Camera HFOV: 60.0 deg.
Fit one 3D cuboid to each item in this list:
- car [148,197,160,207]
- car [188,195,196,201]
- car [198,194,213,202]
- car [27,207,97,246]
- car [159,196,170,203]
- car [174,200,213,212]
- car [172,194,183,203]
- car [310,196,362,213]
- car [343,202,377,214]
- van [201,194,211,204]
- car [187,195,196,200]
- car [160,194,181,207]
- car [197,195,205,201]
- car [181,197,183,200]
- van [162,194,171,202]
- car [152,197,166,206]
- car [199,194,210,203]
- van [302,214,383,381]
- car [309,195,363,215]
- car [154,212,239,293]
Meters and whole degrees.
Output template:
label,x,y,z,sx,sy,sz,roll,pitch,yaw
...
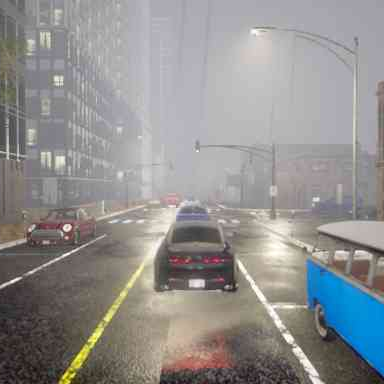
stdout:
label,x,y,z,sx,sy,sz,roll,pitch,yaw
car,-5.900,1.566,52.793,1.752,1.417,4.829,-1,0,0
car,-0.102,1.534,89.902,2.033,1.411,5.357,0,0,0
car,2.610,1.486,58.562,1.967,1.590,4.097,-1,0,0
car,-5.722,1.451,15.015,1.967,1.590,4.097,-1,0,0
car,-5.748,1.622,69.895,1.947,1.339,4.313,-1,0,0
car,0.091,1.492,19.343,1.882,1.535,5.008,0,0,1
car,-3.079,1.411,70.543,2.097,1.767,4.553,0,0,0
car,16.482,1.450,38.288,5.009,1.841,2.192,1,0,1
car,16.383,1.824,29.911,4.313,1.339,1.947,1,0,1
van,2.602,1.392,64.206,1.690,1.788,3.998,-1,0,0
car,-0.090,1.563,79.488,1.837,1.490,4.892,0,0,0
car,-3.161,1.261,50.856,2.150,2.045,5.566,0,0,0
car,2.574,1.626,92.426,2.008,1.369,4.403,-1,0,0
car,-3.146,1.539,60.610,2.128,1.511,4.902,0,0,0
van,-5.758,1.402,75.539,1.690,1.788,3.998,-1,0,0
car,-5.735,1.612,58.606,1.947,1.339,4.313,-1,0,0
car,2.595,1.371,69.850,2.192,1.841,5.009,-1,0,0
van,2.669,1.344,3.941,1.690,1.788,3.998,-1,0,0
car,15.508,1.386,35.703,5.566,2.045,2.150,1,1,1
car,0.087,1.512,8.861,1.837,1.490,4.892,0,0,0
